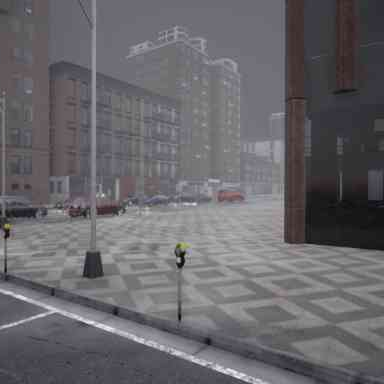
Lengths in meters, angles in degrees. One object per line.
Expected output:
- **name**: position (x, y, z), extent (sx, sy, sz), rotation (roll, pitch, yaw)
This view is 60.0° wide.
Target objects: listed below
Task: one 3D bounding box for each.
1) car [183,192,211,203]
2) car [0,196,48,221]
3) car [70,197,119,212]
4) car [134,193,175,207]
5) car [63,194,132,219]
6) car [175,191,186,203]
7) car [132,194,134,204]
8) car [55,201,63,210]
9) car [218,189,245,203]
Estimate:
- **car**: position (1.128, 0.952, 49.808), extent (1.994, 1.385, 4.181), rotation (0, 1, 36)
- **car**: position (-13.040, 1.310, 24.251), extent (1.837, 1.490, 4.892), rotation (0, 1, 36)
- **car**: position (-10.001, 1.248, 34.388), extent (1.895, 1.301, 4.718), rotation (0, 1, 36)
- **car**: position (-4.695, 1.047, 41.765), extent (1.812, 1.442, 4.674), rotation (0, 1, 36)
- **car**: position (-7.430, 1.101, 26.487), extent (2.097, 1.767, 4.553), rotation (0, 1, 36)
- **car**: position (-1.870, 0.731, 51.219), extent (2.097, 1.767, 4.553), rotation (0, 1, 36)
- **car**: position (-7.562, 1.015, 43.341), extent (1.837, 1.490, 4.892), rotation (0, 1, 36)
- **car**: position (-12.724, 1.196, 36.199), extent (1.994, 1.385, 4.181), rotation (0, 1, 34)
- **car**: position (6.064, 0.577, 50.828), extent (2.150, 2.045, 5.566), rotation (0, 1, 36)
